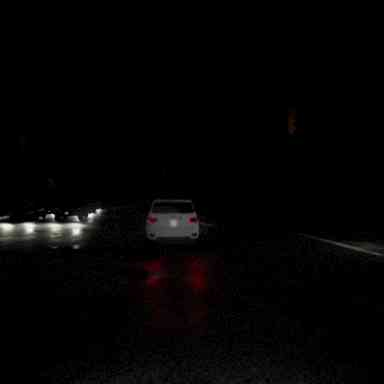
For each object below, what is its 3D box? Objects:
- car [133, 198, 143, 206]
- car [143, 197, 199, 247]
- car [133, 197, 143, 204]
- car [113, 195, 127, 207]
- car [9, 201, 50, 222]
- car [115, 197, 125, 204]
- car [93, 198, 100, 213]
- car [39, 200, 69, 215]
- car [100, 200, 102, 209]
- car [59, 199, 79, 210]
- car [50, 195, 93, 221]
[{"bbox_3d":[-9.193,1.780,58.814,2.033,1.411,5.357,0,0,-12],"label":"car"},{"bbox_3d":[-1.000,1.261,15.349,2.150,2.045,5.566,0,0,-6],"label":"car"},{"bbox_3d":[-11.315,1.801,69.023,1.895,1.301,4.718,0,-1,-11],"label":"car"},{"bbox_3d":[-12.626,1.460,58.128,2.150,2.045,5.566,0,0,-12],"label":"car"},{"bbox_3d":[-13.737,1.578,28.135,1.882,1.535,5.008,0,0,-10],"label":"car"},{"bbox_3d":[-14.738,1.764,68.292,1.994,1.385,4.181,0,-1,-11],"label":"car"},{"bbox_3d":[-12.077,1.688,38.196,1.994,1.385,4.181,0,0,-11],"label":"car"},{"bbox_3d":[-15.559,1.679,37.793,2.033,1.411,5.357,0,0,-11],"label":"car"},{"bbox_3d":[-14.181,1.656,48.481,1.882,1.535,5.008,0,0,-12],"label":"car"},{"bbox_3d":[-17.647,1.733,47.957,2.033,1.411,5.357,0,0,-12],"label":"car"},{"bbox_3d":[-10.327,1.316,28.944,2.150,2.045,5.566,0,0,-9],"label":"car"}]
